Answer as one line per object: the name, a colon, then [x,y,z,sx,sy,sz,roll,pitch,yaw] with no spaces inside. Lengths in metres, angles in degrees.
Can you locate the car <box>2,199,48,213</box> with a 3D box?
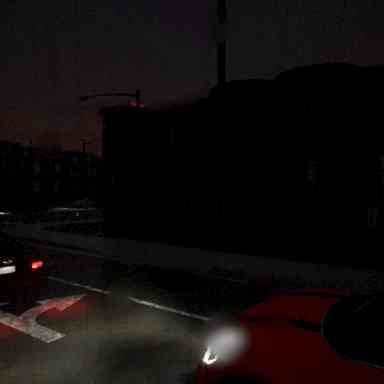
car: [-18.377,1.563,37.307,1.994,1.385,4.181,0,0,36]

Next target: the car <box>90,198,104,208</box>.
car: [-11.530,1.600,46.860,1.895,1.301,4.718,0,0,36]

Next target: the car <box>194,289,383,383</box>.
car: [2.214,1.352,2.418,4.553,1.767,2.097,0,0,36]

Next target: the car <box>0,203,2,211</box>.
car: [-20.890,1.547,39.817,2.033,1.411,5.357,0,0,36]

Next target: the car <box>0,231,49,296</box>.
car: [-5.535,1.547,7.918,5.357,1.411,2.033,0,0,38]

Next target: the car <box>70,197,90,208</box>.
car: [-15.149,1.525,47.800,1.812,1.442,4.674,0,0,36]
